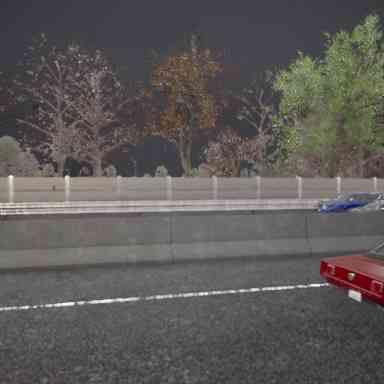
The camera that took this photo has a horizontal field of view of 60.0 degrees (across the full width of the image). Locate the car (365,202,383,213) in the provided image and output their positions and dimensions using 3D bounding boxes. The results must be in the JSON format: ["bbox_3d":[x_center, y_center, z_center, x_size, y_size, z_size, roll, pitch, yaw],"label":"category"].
[{"bbox_3d":[12.604,1.412,19.054,4.181,1.385,1.994,0,0,-13],"label":"car"}]

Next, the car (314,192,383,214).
[{"bbox_3d":[12.509,1.041,26.204,5.566,2.045,2.150,0,0,-13],"label":"car"}]

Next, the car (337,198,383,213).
[{"bbox_3d":[12.845,1.337,22.693,4.892,1.490,1.837,0,0,-13],"label":"car"}]

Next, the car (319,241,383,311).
[{"bbox_3d":[5.067,1.544,6.412,4.718,1.301,1.895,0,0,-13],"label":"car"}]
